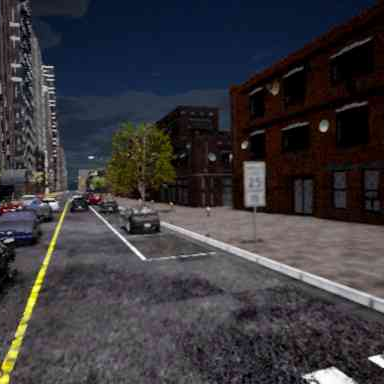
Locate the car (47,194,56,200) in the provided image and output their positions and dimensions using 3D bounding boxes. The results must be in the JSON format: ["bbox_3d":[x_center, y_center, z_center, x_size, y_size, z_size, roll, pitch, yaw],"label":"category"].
[{"bbox_3d":[-35.220,1.234,83.226,1.752,1.417,4.829,-3,1,-20],"label":"car"}]

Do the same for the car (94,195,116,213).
[{"bbox_3d":[-8.426,1.310,33.428,2.008,1.369,4.403,-3,1,-20],"label":"car"}]

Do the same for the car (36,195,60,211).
[{"bbox_3d":[-15.384,1.449,35.878,1.812,1.442,4.674,-2,1,-20],"label":"car"}]

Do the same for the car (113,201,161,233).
[{"bbox_3d":[-2.953,1.399,18.534,2.008,1.369,4.403,-3,1,-20],"label":"car"}]

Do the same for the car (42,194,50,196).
[{"bbox_3d":[-24.064,1.220,52.127,2.192,1.841,5.009,-3,1,-20],"label":"car"}]

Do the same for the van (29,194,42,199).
[{"bbox_3d":[-20.322,1.312,41.710,1.690,1.788,3.998,-3,1,-20],"label":"van"}]

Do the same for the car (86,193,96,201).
[{"bbox_3d":[-21.551,1.018,70.892,1.837,1.490,4.892,-2,1,-20],"label":"car"}]

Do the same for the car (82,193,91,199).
[{"bbox_3d":[-27.388,0.992,86.205,1.947,1.339,4.313,-3,1,-20],"label":"car"}]

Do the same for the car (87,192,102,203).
[{"bbox_3d":[-14.307,0.972,49.738,2.192,1.841,5.009,-3,1,-20],"label":"car"}]

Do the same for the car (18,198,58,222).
[{"bbox_3d":[-11.980,1.533,26.215,2.033,1.411,5.357,-2,1,-20],"label":"car"}]

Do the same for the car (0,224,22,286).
[{"bbox_3d":[-5.114,1.705,7.114,1.895,1.301,4.718,-2,1,-20],"label":"car"}]

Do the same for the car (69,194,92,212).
[{"bbox_3d":[-12.449,1.326,36.804,1.837,1.490,4.892,-2,1,-20],"label":"car"}]

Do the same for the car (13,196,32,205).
[{"bbox_3d":[-16.342,1.481,30.605,1.967,1.590,4.097,-3,1,-20],"label":"car"}]

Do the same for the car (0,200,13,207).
[{"bbox_3d":[-12.692,1.424,20.154,2.192,1.841,5.009,-3,1,-20],"label":"car"}]

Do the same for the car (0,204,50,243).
[{"bbox_3d":[-8.407,1.595,16.248,2.033,1.411,5.357,-2,1,-20],"label":"car"}]

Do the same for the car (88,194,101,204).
[{"bbox_3d":[-16.225,1.148,55.111,1.752,1.417,4.829,-3,1,-20],"label":"car"}]
